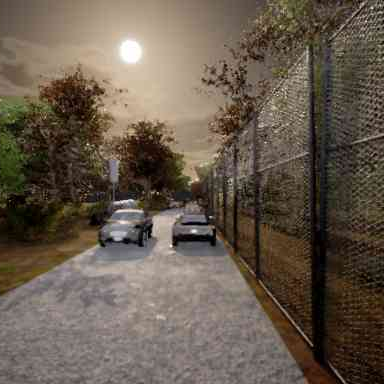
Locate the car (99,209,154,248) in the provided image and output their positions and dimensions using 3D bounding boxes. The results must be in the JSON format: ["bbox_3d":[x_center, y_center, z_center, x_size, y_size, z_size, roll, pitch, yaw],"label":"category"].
[{"bbox_3d":[-2.865,1.557,15.296,2.128,1.511,4.902,0,0,0],"label":"car"}]

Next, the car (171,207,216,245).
[{"bbox_3d":[0.082,1.634,15.999,1.994,1.385,4.181,0,0,0],"label":"car"}]

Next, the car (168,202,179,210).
[{"bbox_3d":[-2.852,2.376,56.319,1.994,1.385,4.181,0,-1,1],"label":"car"}]

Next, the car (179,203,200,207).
[{"bbox_3d":[0.019,1.858,34.432,2.033,1.411,5.357,0,-1,0],"label":"car"}]
